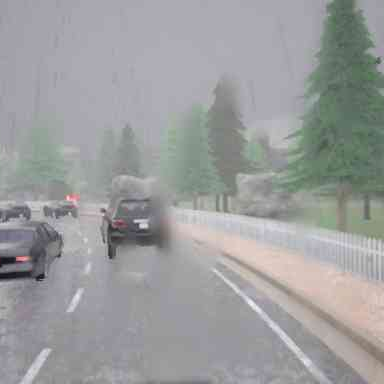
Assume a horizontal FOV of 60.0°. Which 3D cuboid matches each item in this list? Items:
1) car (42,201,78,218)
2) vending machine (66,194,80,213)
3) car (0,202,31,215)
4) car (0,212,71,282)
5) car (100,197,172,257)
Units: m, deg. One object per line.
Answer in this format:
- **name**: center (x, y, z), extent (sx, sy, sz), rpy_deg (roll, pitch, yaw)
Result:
- **car**: center (-11.626, 1.536, 29.190), extent (1.837, 1.490, 4.892), rpy_deg (0, 0, -41)
- **vending machine**: center (-13.024, 1.224, 36.315), extent (0.880, 2.100, 1.100), rpy_deg (0, 0, 41)
- **car**: center (-14.844, 1.563, 27.581), extent (1.837, 1.490, 4.892), rpy_deg (0, 0, -42)
- **car**: center (-4.985, 1.566, 9.733), extent (2.033, 1.411, 5.357), rpy_deg (0, 0, -14)
- **car**: center (-2.363, 1.209, 13.236), extent (2.150, 2.045, 5.566), rpy_deg (0, -1, -18)
